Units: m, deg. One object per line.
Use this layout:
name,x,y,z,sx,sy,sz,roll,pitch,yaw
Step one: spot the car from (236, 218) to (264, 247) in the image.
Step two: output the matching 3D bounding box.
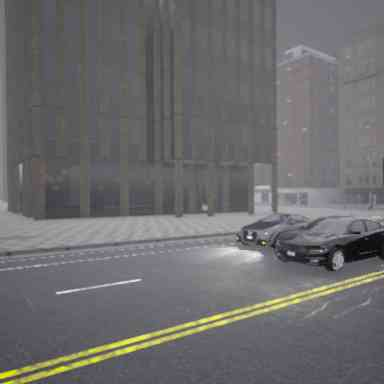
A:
car,3.933,1.633,14.435,4.181,1.385,1.994,0,0,-35

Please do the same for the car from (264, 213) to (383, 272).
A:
car,4.932,1.541,11.157,5.008,1.535,1.882,0,0,-35
